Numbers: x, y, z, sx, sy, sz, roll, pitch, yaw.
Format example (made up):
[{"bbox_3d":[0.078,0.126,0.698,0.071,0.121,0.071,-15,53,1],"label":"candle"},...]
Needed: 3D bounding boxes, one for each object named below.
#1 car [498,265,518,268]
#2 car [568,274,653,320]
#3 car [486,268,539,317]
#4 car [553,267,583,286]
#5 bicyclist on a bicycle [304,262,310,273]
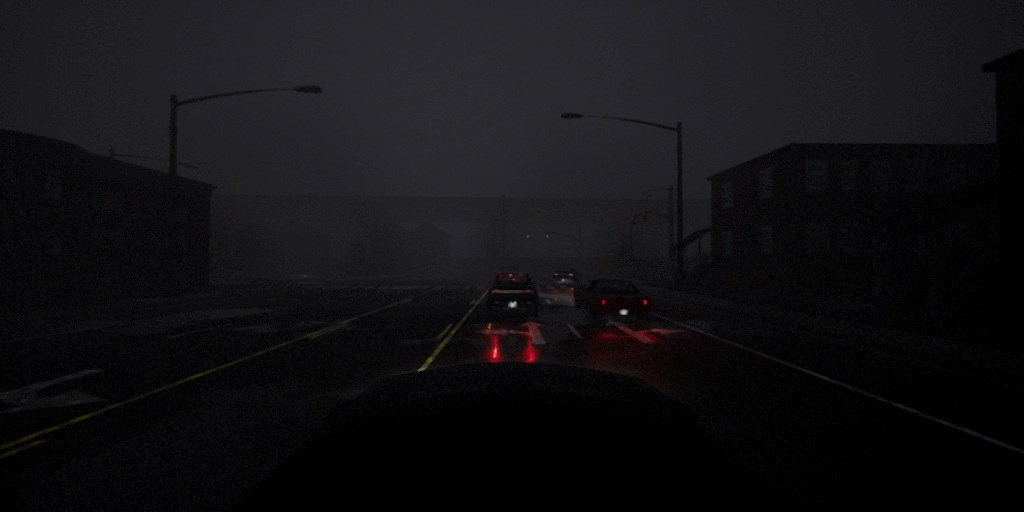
[{"bbox_3d":[-0.398,1.481,29.015,2.097,1.767,4.553,0,-1,-7],"label":"car"},{"bbox_3d":[3.538,1.515,13.514,1.895,1.301,4.718,0,-1,1],"label":"car"},{"bbox_3d":[0.046,1.415,14.147,2.128,1.511,4.902,0,-1,1],"label":"car"},{"bbox_3d":[4.571,1.620,28.921,2.128,1.511,4.902,0,-1,19],"label":"car"},{"bbox_3d":[-31.024,1.783,54.328,0.582,1.620,1.656,0,-1,0],"label":"bicyclist on a bicycle"}]
